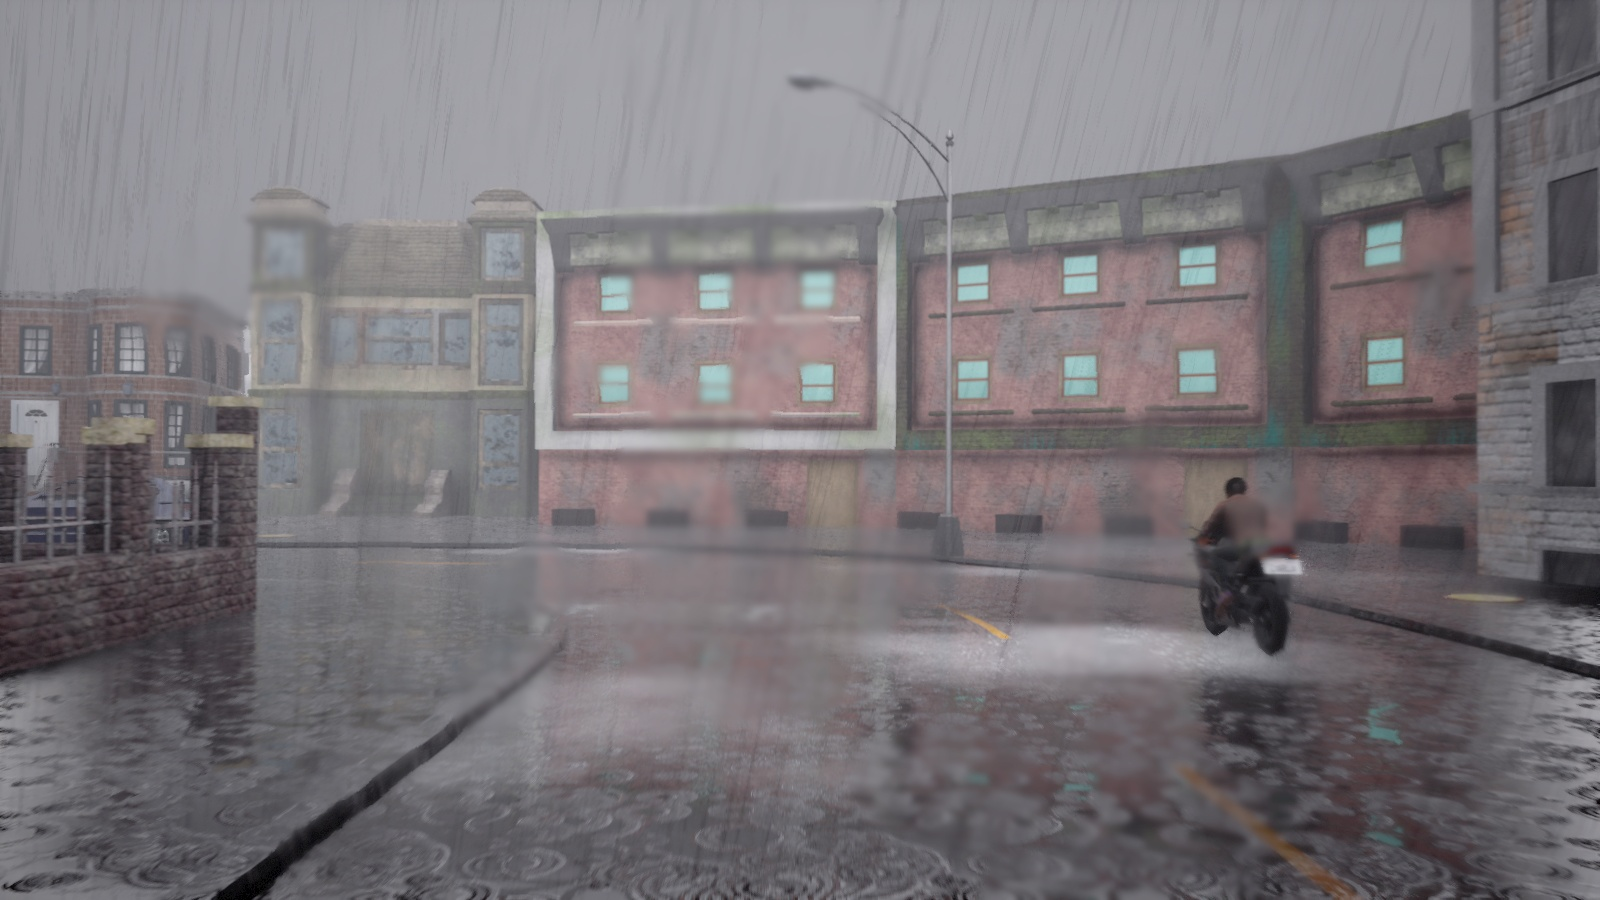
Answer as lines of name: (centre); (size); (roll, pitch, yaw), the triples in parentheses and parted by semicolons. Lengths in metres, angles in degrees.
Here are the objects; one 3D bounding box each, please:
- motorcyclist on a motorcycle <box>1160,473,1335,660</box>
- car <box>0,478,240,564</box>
motorcyclist on a motorcycle: (3.958, 0.971, 11.306); (0.797, 1.523, 2.044); (0, -1, -1)
car: (-12.716, 1.262, 22.891); (4.193, 1.474, 1.816); (0, -1, 0)
